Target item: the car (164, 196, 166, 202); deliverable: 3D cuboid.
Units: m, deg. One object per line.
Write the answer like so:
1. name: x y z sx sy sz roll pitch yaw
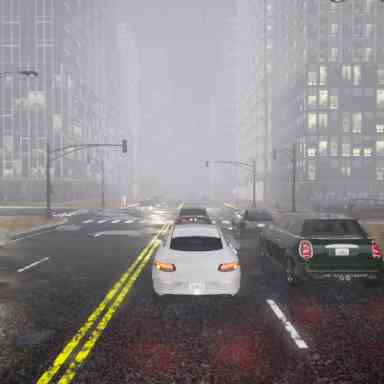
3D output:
1. car: -6.670 1.414 71.520 1.882 1.535 5.008 0 0 0

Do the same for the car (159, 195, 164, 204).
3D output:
1. car: -6.712 1.427 61.146 1.882 1.535 5.008 0 0 1

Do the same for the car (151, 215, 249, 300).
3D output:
1. car: 0.083 1.522 8.228 1.812 1.442 4.674 0 0 0

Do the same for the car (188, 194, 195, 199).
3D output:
1. car: -0.215 1.216 90.810 1.882 1.535 5.008 0 0 0

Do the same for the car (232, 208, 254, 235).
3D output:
1. car: 3.307 1.554 17.890 1.994 1.385 4.181 0 0 0

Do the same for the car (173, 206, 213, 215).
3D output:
1. car: 0.059 1.495 17.477 1.837 1.490 4.892 0 0 0

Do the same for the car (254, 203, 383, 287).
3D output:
1. car: 3.329 1.348 9.504 2.097 1.767 4.553 0 0 0

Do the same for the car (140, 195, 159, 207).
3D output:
1. car: -6.710 1.526 50.821 1.994 1.385 4.181 0 0 0

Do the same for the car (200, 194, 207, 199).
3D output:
1. car: 3.036 1.262 90.817 1.812 1.442 4.674 0 0 0

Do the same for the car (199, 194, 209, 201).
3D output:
1. car: 3.061 1.392 80.400 1.882 1.535 5.008 0 0 0

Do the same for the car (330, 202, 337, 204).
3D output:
1. car: 15.072 1.700 35.427 4.718 1.301 1.895 0 1 0

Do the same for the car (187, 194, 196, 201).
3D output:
1. car: -0.189 1.414 80.393 1.837 1.490 4.892 0 0 0

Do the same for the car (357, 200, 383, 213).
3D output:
1. car: 21.721 1.641 37.941 4.829 1.417 1.752 1 0 1

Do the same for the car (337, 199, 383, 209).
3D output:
1. car: 16.132 1.518 29.641 5.009 1.841 2.192 1 0 1
